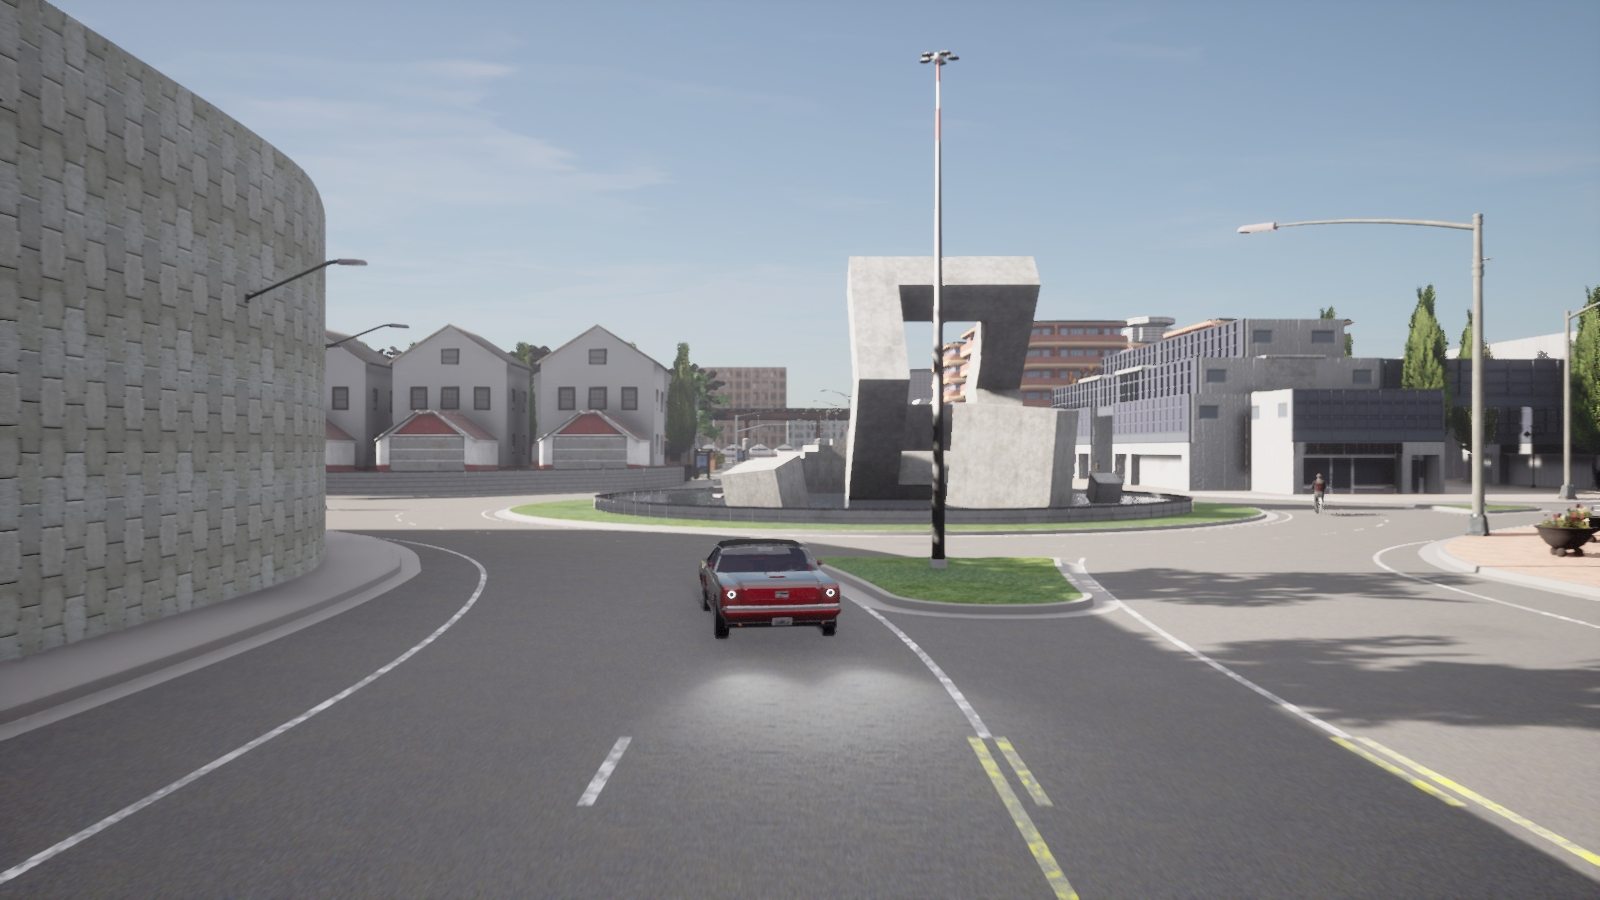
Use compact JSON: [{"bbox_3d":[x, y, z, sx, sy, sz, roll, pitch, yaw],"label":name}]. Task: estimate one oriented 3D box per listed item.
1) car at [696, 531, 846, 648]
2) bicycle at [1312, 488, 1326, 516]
[{"bbox_3d":[-0.620,2.155,18.657,1.895,1.301,4.718,0,0,-8],"label":"car"},{"bbox_3d":[22.488,2.231,49.505,0.329,1.126,1.835,-1,0,18],"label":"bicycle"}]
